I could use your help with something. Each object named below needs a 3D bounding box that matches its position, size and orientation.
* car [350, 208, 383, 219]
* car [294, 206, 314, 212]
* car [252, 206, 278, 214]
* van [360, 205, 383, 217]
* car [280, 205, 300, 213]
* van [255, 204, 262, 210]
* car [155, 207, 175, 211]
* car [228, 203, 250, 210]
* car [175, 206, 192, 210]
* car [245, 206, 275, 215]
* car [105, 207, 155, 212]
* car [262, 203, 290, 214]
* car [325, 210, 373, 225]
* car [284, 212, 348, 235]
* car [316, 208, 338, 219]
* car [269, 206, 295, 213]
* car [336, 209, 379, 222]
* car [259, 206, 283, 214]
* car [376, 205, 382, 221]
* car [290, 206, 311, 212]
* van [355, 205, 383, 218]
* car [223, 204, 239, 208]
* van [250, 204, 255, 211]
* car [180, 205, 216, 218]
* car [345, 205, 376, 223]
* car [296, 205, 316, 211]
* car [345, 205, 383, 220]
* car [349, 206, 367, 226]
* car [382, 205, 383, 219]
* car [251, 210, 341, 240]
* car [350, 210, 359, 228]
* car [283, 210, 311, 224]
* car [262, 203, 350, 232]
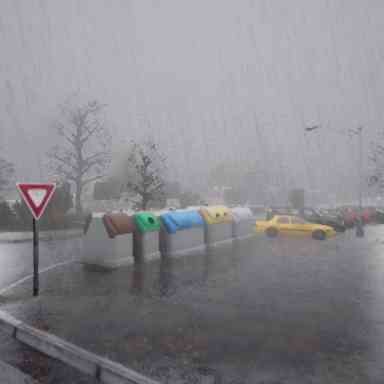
[{"bbox_3d":[28.928,3.491,54.491,5.008,1.535,2.097,1,-1,15],"label":"car"},{"bbox_3d":[29.371,4.366,87.658,4.792,1.488,2.163,0,-2,13],"label":"car"},{"bbox_3d":[14.394,3.553,65.517,4.792,1.488,2.163,0,-2,15],"label":"car"},{"bbox_3d":[33.951,3.534,61.950,4.442,1.987,1.878,1,-1,14],"label":"van"},{"bbox_3d":[22.851,3.849,77.761,4.553,1.767,2.185,0,-2,14],"label":"car"},{"bbox_3d":[9.462,3.027,58.153,4.442,1.987,1.878,0,-2,15],"label":"van"},{"bbox_3d":[-4.915,2.494,37.581,4.892,1.521,2.231,0,-2,15],"label":"car"},{"bbox_3d":[5.935,2.821,53.292,5.566,2.045,2.435,0,-2,15],"label":"car"},{"bbox_3d":[-3.167,2.593,40.413,5.366,1.575,1.946,0,-2,15],"label":"car"},{"bbox_3d":[12.913,3.430,63.022,5.366,1.575,1.946,0,-2,15],"label":"car"},{"bbox_3d":[-6.860,2.390,34.801,4.892,1.521,2.231,0,-2,15],"label":"car"},{"bbox_3d":[17.778,3.453,70.420,5.566,2.045,2.435,0,-2,15],"label":"car"},{"bbox_3d":[18.630,2.976,39.682,4.792,1.488,2.163,1,-1,15],"label":"car"},{"bbox_3d":[10.049,2.530,27.326,4.674,1.452,2.002,1,-1,15],"label":"car"},{"bbox_3d":[20.890,3.283,51.247,2.128,1.511,4.902,0,-2,35],"label":"car"},{"bbox_3d":[19.666,3.791,72.816,5.366,1.575,1.946,0,-2,14],"label":"car"},{"bbox_3d":[22.053,3.157,44.622,4.792,1.488,2.163,1,-1,15],"label":"car"},{"bbox_3d":[16.144,3.644,67.956,4.792,1.488,2.163,0,-2,15],"label":"car"},{"bbox_3d":[20.350,2.786,42.154,5.566,2.045,2.435,1,-1,15],"label":"car"},{"bbox_3d":[27.696,4.275,85.177,4.792,1.488,2.163,0,-2,13],"label":"car"},{"bbox_3d":[30.530,3.353,56.994,4.442,1.987,1.878,1,-1,15],"label":"van"},{"bbox_3d":[4.267,3.022,50.835,4.674,1.452,2.002,0,-2,15],"label":"car"},{"bbox_3d":[7.770,2.937,55.705,4.442,1.987,1.878,0,-2,15],"label":"van"},{"bbox_3d":[0.850,2.676,45.957,4.553,1.767,2.185,0,-2,15],"label":"car"},{"bbox_3d":[16.923,2.605,37.215,5.566,2.045,2.435,1,-1,15],"label":"car"},{"bbox_3d":[30.937,4.426,90.152,5.008,1.535,2.097,0,-2,13],"label":"car"},{"bbox_3d":[27.250,3.150,52.026,5.566,2.045,2.435,1,-1,15],"label":"car"},{"bbox_3d":[15.202,2.640,34.759,4.553,1.767,2.185,1,-1,15],"label":"car"},{"bbox_3d":[23.829,2.969,47.089,5.566,2.045,2.435,1,-1,15],"label":"car"},{"bbox_3d":[6.772,2.286,22.332,5.366,1.575,1.946,2,-2,15],"label":"car"},{"bbox_3d":[11.785,2.584,29.803,5.008,1.535,2.097,1,-1,15],"label":"car"},{"bbox_3d":[12.341,2.869,38.915,1.812,1.442,4.674,0,-2,35],"label":"car"},{"bbox_3d":[8.358,2.140,24.860,5.566,2.045,2.435,1,-1,15],"label":"car"}]
